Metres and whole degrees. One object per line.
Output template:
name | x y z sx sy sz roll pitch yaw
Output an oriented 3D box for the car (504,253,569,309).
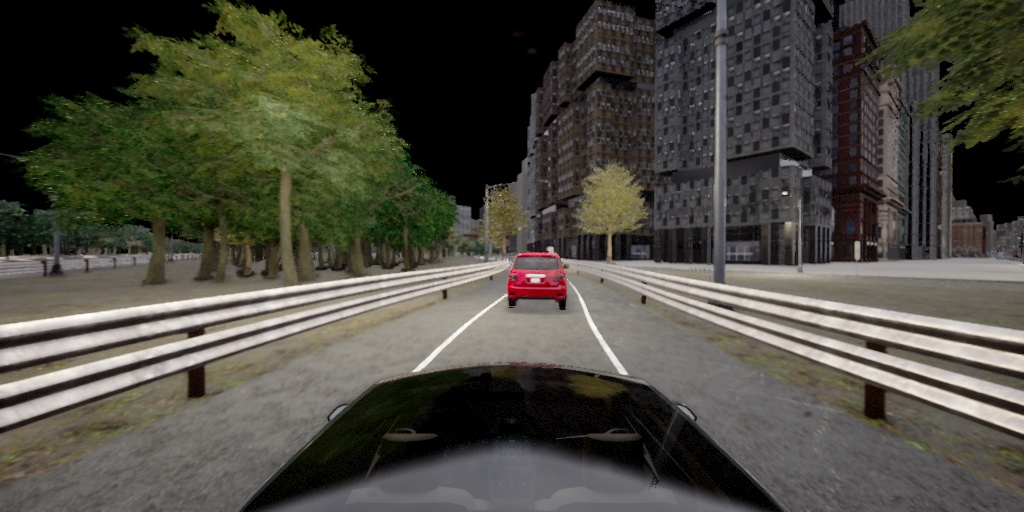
car | 1.131 0.907 14.815 2.150 2.045 5.566 0 0 7
